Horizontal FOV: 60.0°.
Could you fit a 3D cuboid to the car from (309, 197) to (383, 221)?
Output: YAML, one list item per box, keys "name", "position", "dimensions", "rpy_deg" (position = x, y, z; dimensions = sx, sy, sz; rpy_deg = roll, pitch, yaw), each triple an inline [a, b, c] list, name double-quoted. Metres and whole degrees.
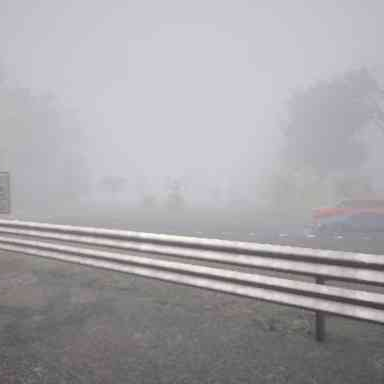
- name: "car"
  position: [10.864, 1.386, 22.557]
  dimensions: [5.566, 2.045, 2.150]
  rpy_deg: [0, 0, 16]

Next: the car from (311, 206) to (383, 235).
- name: "car"
  position: [9.926, 1.738, 19.188]
  dimensions: [5.357, 1.411, 2.033]
  rpy_deg: [0, 0, 16]
